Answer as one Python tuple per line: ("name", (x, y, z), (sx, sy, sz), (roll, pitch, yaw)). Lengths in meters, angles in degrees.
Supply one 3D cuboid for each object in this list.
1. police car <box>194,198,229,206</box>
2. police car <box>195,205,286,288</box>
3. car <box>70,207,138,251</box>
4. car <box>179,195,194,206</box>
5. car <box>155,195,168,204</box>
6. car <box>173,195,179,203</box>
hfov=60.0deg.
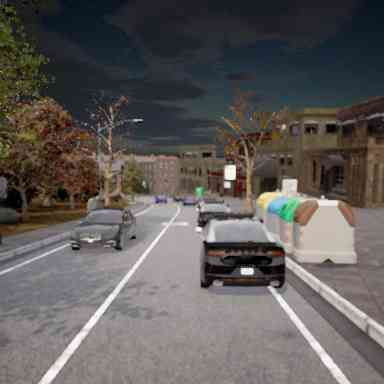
("police car", (1.248, 1.323, 19.318), (1.930, 1.638, 5.238), (0, 0, 1))
("police car", (1.138, 1.376, 9.270), (1.930, 1.638, 5.238), (0, 0, 1))
("car", (-3.464, 1.430, 13.848), (1.837, 1.490, 4.892), (0, 0, 1))
("car", (-0.372, 1.295, 47.805), (1.994, 1.385, 4.181), (-1, 0, -6))
("car", (-5.272, 1.221, 56.868), (1.882, 1.535, 5.008), (-1, 0, -9))
("car", (-2.398, 1.260, 61.430), (1.895, 1.301, 4.718), (-1, 1, -12))
